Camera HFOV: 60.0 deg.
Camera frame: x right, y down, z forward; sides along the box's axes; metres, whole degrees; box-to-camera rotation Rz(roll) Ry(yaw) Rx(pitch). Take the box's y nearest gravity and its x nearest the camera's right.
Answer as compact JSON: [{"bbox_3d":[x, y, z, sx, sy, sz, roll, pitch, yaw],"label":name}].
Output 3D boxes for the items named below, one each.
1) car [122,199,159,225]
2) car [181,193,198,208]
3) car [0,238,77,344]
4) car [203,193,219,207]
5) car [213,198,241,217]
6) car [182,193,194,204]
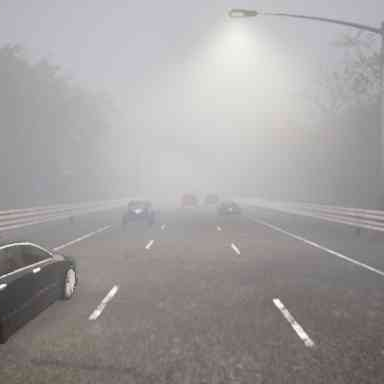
[{"bbox_3d":[-3.528,1.323,23.642,2.097,1.767,4.553,0,0,-1],"label":"car"},{"bbox_3d":[-0.338,1.160,45.899,2.150,2.045,5.566,0,0,-1],"label":"car"},{"bbox_3d":[-3.413,1.499,5.395,1.837,1.490,4.892,0,0,0],"label":"car"},{"bbox_3d":[2.972,1.152,51.021,2.150,2.045,5.566,0,0,-1],"label":"car"},{"bbox_3d":[3.372,1.524,31.193,1.994,1.385,4.181,0,0,0],"label":"car"},{"bbox_3d":[-0.773,1.134,61.785,2.150,2.045,5.566,0,0,-1],"label":"car"}]
